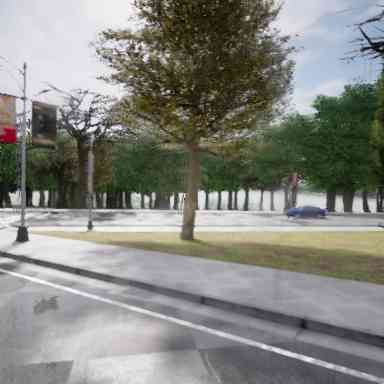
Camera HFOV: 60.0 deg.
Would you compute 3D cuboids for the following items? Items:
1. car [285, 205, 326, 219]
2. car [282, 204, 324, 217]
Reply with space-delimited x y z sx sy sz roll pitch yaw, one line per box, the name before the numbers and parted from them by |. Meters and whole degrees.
car | 14.051 2.498 41.317 5.008 1.535 1.882 1 1 -11
car | 14.975 2.496 44.805 4.902 1.511 2.128 2 1 -11
